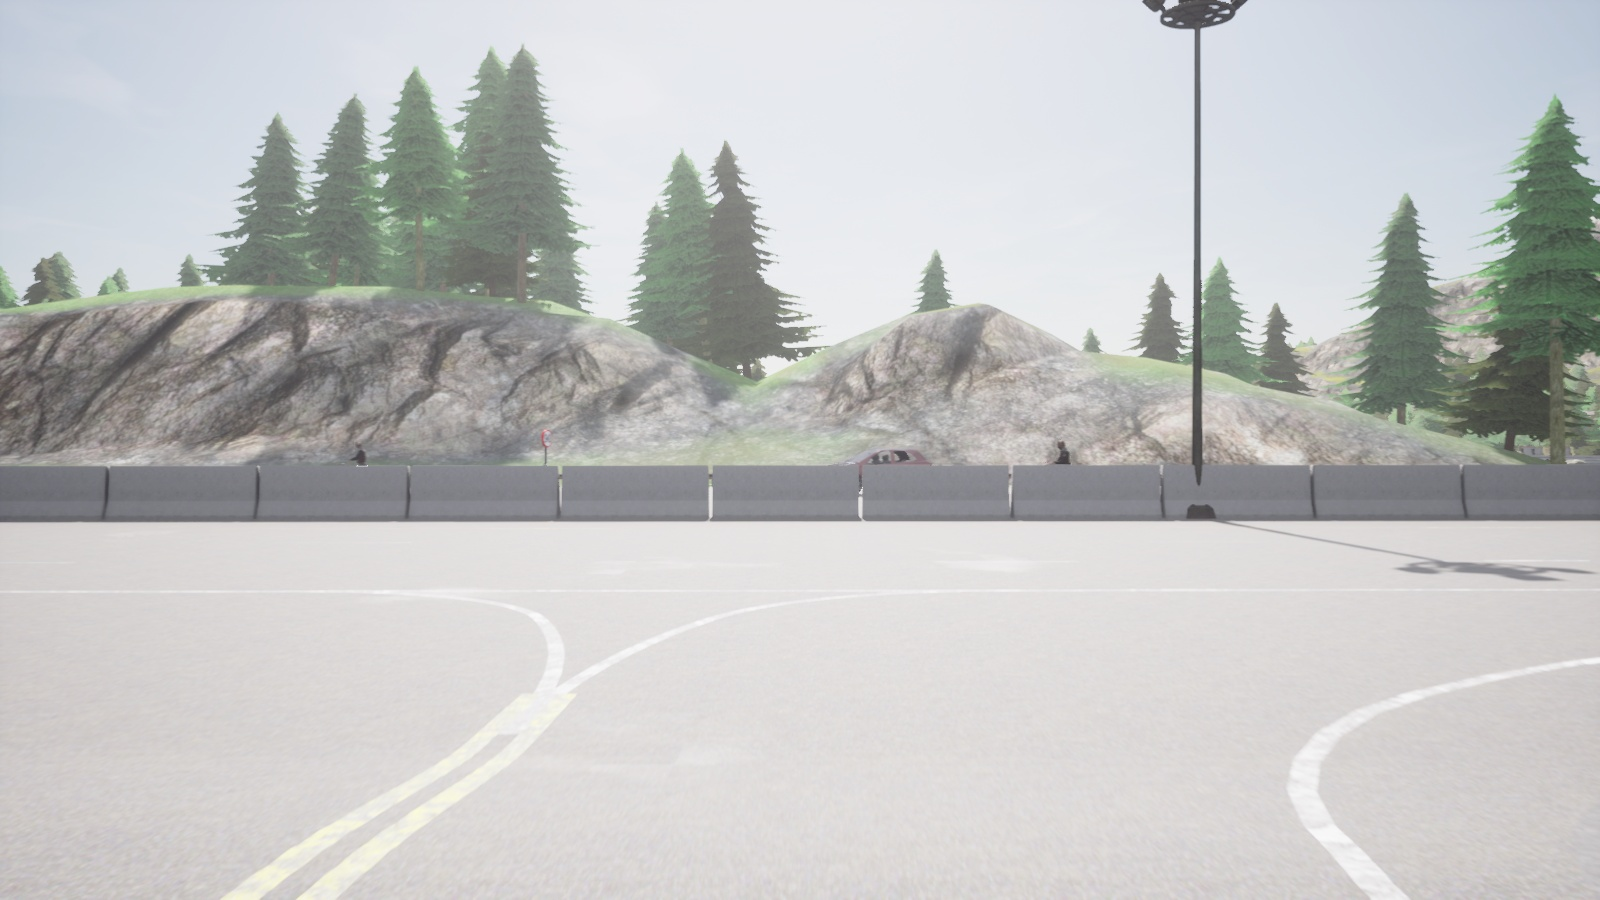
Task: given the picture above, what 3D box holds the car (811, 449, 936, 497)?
[{"bbox_3d":[2.395,0.731,41.083,3.633,1.501,1.845,0,1,-21],"label":"car"}]
